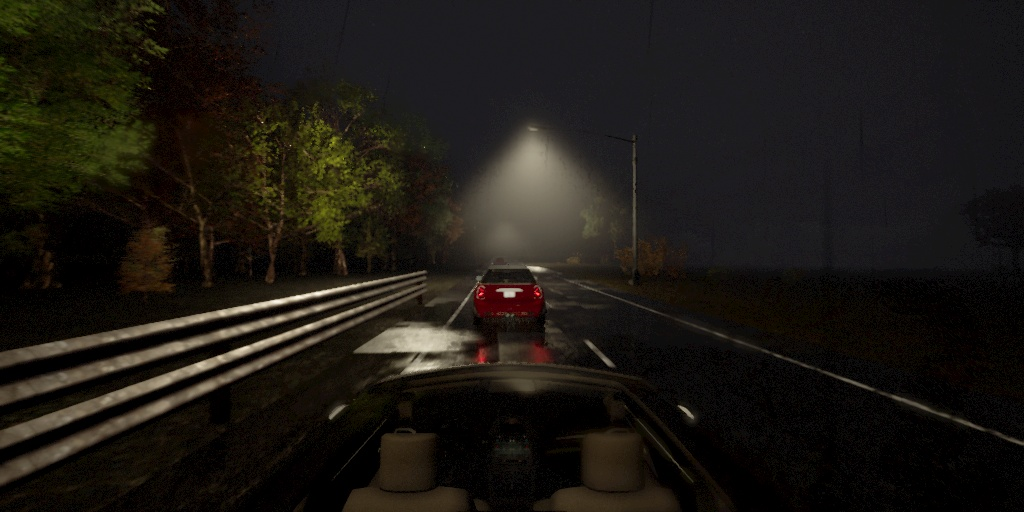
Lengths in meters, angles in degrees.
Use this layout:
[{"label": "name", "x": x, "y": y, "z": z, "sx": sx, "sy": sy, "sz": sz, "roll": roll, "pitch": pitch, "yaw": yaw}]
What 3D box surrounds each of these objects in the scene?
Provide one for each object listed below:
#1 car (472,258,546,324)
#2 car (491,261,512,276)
[{"label": "car", "x": -0.154, "y": 1.087, "z": 12.061, "sx": 2.097, "sy": 1.767, "sz": 4.553, "roll": 0, "pitch": 0, "yaw": -2}, {"label": "car", "x": -1.127, "y": 1.256, "z": 37.545, "sx": 1.994, "sy": 1.385, "sz": 4.181, "roll": 0, "pitch": 0, "yaw": -2}]
